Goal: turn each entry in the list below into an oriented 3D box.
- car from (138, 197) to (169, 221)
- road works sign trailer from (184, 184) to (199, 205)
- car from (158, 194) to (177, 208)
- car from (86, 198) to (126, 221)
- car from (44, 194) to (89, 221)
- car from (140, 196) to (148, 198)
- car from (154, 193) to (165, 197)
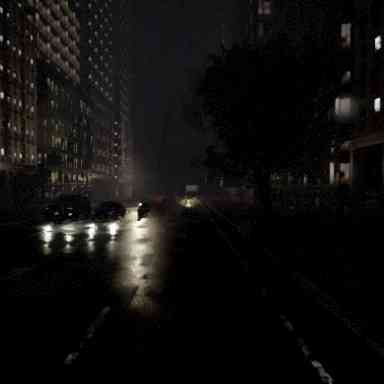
[{"bbox_3d":[-3.158,1.446,26.840,1.882,1.535,5.008,0,0,0],"label":"car"},{"bbox_3d":[-0.005,0.402,55.572,2.380,3.560,2.880,0,0,1],"label":"road works sign trailer"},{"bbox_3d":[-3.160,1.425,45.714,1.882,1.535,5.008,0,0,0],"label":"car"},{"bbox_3d":[-6.603,1.446,26.671,1.882,1.535,5.008,0,0,0],"label":"car"},{"bbox_3d":[-9.855,1.188,26.967,2.150,2.045,5.566,0,0,0],"label":"car"},{"bbox_3d":[-9.763,1.483,68.400,1.895,1.301,4.718,0,0,0],"label":"car"},{"bbox_3d":[-6.513,1.157,67.821,2.150,2.045,5.566,0,0,0],"label":"car"}]
